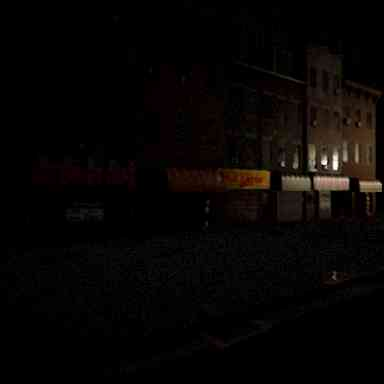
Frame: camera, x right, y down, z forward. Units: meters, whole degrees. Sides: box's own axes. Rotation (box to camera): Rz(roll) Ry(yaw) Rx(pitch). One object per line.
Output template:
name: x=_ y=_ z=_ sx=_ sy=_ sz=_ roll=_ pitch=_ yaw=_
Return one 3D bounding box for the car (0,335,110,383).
car: x=-2.556 y=1.600 z=1.245 sx=4.718 sy=1.301 sz=1.895 roll=0 pitch=0 yaw=-36
